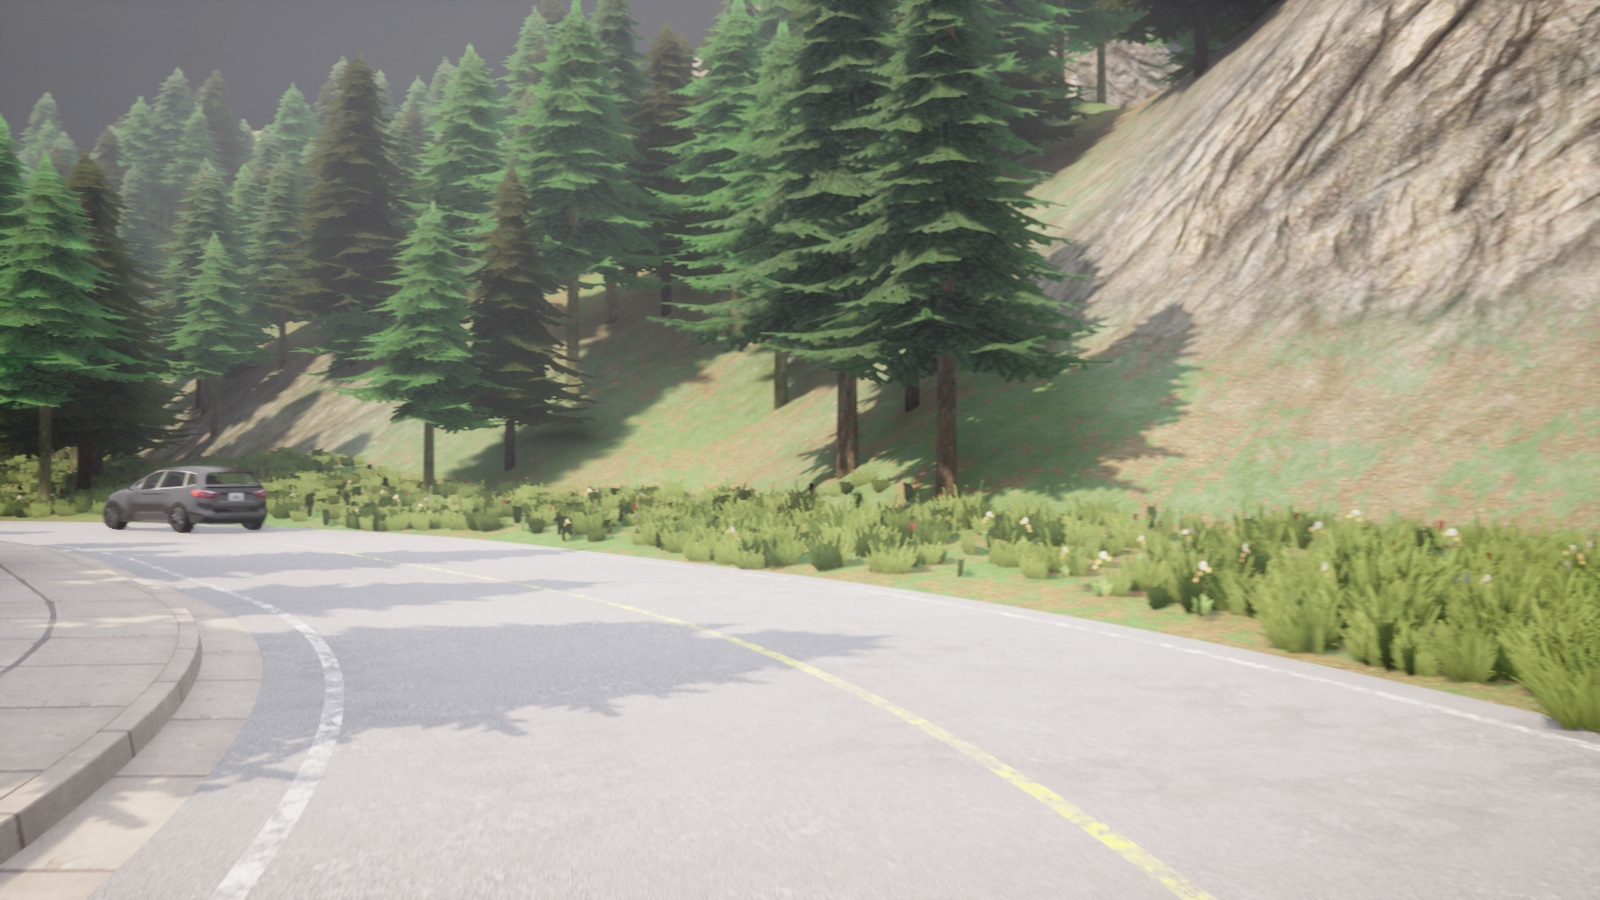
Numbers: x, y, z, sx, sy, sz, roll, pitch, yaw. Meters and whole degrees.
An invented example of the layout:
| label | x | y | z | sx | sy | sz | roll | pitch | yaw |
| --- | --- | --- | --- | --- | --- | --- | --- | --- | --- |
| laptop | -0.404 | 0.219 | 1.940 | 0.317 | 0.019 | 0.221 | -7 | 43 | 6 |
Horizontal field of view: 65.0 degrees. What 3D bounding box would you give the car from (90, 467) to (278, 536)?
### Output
| label | x | y | z | sx | sy | sz | roll | pitch | yaw |
| --- | --- | --- | --- | --- | --- | --- | --- | --- | --- |
| car | -15.893 | 1.288 | 32.364 | 4.611 | 1.667 | 2.242 | -1 | -1 | 32 |
